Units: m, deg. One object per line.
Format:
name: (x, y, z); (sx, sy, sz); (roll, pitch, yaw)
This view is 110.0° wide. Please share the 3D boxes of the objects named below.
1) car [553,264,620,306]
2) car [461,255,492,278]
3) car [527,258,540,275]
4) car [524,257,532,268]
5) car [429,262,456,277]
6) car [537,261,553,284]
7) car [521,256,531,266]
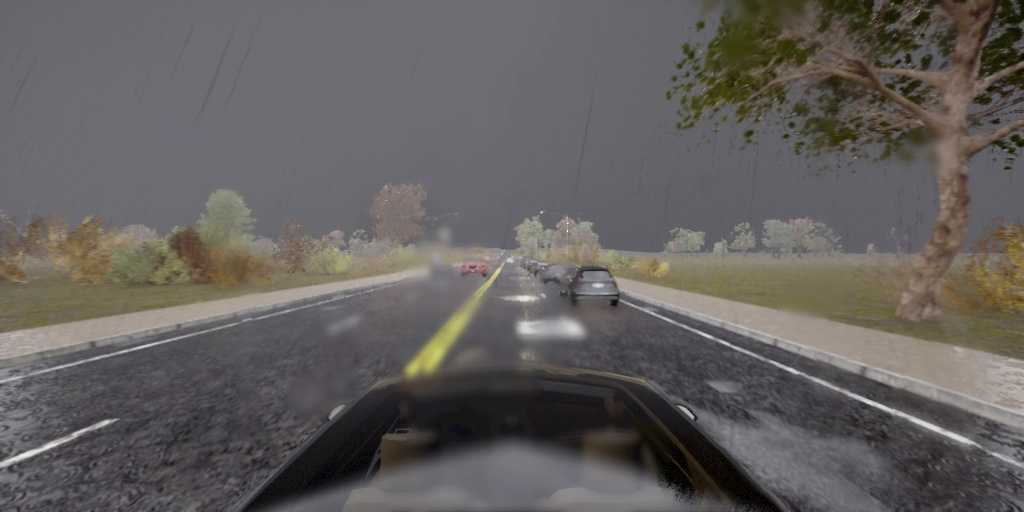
car: (3.235, 1.177, 15.742); (2.033, 1.649, 4.856); (0, 0, 0)
car: (-3.427, 0.960, 34.124); (2.150, 2.045, 5.566); (0, 0, 0)
car: (3.034, 1.255, 38.025); (1.812, 1.442, 4.674); (0, 0, -4)
car: (3.043, 1.221, 48.768); (1.837, 1.490, 4.892); (0, 0, 0)
car: (-6.680, 1.302, 34.924); (1.994, 1.385, 4.181); (0, 0, 0)
car: (3.194, 1.303, 26.753); (1.994, 1.385, 4.181); (0, 0, 0)
car: (2.957, 1.193, 59.768); (2.128, 1.511, 4.902); (0, 0, 0)
